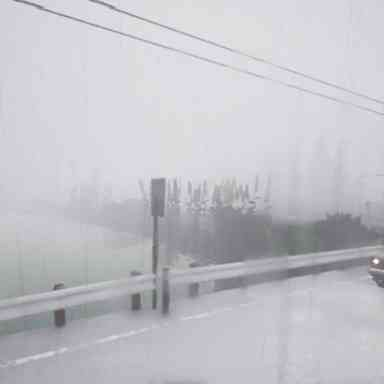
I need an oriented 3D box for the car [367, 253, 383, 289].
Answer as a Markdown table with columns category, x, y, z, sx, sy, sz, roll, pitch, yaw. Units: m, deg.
| category | x | y | z | sx | sy | sz | roll | pitch | yaw |
| --- | --- | --- | --- | --- | --- | --- | --- | --- | --- |
| car | 6.534 | 1.812 | 8.499 | 4.718 | 1.301 | 1.895 | 3 | -1 | -34 |
